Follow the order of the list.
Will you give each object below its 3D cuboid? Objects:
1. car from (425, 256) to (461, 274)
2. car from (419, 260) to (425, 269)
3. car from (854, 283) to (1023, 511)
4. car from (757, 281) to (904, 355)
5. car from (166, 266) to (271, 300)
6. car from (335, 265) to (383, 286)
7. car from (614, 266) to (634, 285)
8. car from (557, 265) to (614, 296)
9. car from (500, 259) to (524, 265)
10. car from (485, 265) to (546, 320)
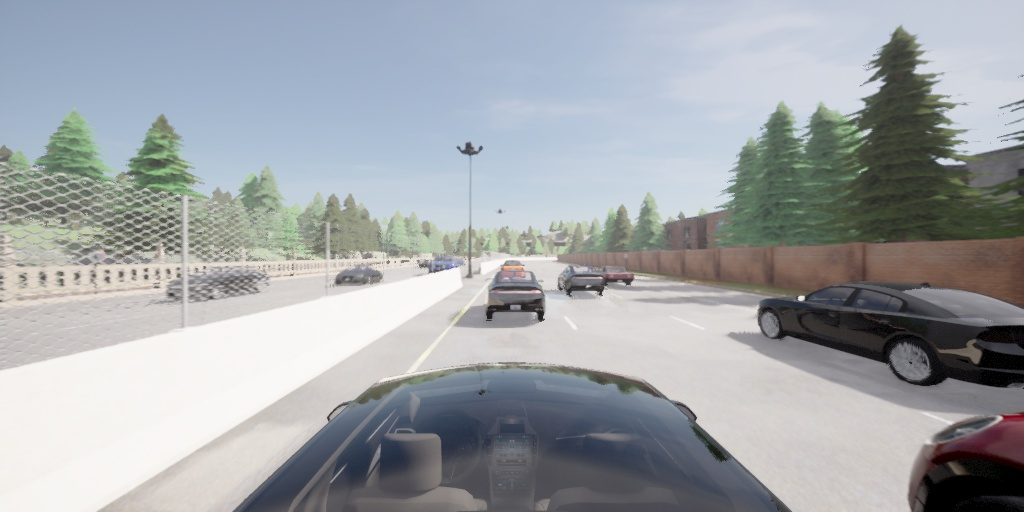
[{"bbox_3d":[-7.160,0.977,37.709,2.150,2.045,5.566,0,0,0],"label":"car"},{"bbox_3d":[-13.727,1.354,58.608,1.895,1.301,4.718,0,0,2],"label":"car"},{"bbox_3d":[3.602,1.103,0.372,2.097,1.767,4.553,0,0,0],"label":"car"},{"bbox_3d":[7.100,1.228,6.989,1.882,1.535,5.008,0,0,0],"label":"car"},{"bbox_3d":[-14.104,1.243,17.595,2.128,1.511,4.902,0,0,0],"label":"car"},{"bbox_3d":[-10.616,1.316,25.142,1.994,1.385,4.181,0,0,0],"label":"car"},{"bbox_3d":[7.071,1.353,25.707,1.895,1.301,4.718,0,0,0],"label":"car"},{"bbox_3d":[3.597,1.243,19.306,2.128,1.511,4.902,0,0,0],"label":"car"},{"bbox_3d":[0.032,1.104,30.564,2.097,1.767,4.553,0,0,0],"label":"car"},{"bbox_3d":[0.099,1.242,12.567,2.128,1.511,4.902,0,0,0],"label":"car"}]
